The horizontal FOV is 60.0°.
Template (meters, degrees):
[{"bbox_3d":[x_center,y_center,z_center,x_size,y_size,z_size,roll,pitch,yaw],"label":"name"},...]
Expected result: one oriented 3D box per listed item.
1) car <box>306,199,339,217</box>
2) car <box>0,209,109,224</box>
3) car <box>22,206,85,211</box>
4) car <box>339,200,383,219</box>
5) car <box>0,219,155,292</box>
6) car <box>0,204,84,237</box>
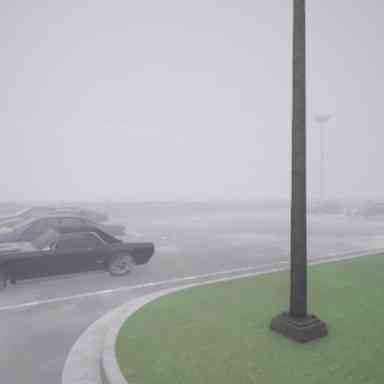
[{"bbox_3d":[12.218,1.447,31.092,5.008,1.535,1.882,0,0,-32],"label":"car"},{"bbox_3d":[-4.981,1.513,11.830,5.357,1.411,2.033,0,0,-33],"label":"car"},{"bbox_3d":[-6.173,1.447,15.221,4.902,1.511,2.128,0,0,-33],"label":"car"},{"bbox_3d":[15.458,1.473,29.003,4.902,1.511,2.128,0,0,-32],"label":"car"},{"bbox_3d":[-3.460,1.576,8.650,4.718,1.301,1.895,0,0,-33],"label":"car"},{"bbox_3d":[-8.436,1.471,17.915,4.674,1.442,1.812,0,0,-33],"label":"car"}]
